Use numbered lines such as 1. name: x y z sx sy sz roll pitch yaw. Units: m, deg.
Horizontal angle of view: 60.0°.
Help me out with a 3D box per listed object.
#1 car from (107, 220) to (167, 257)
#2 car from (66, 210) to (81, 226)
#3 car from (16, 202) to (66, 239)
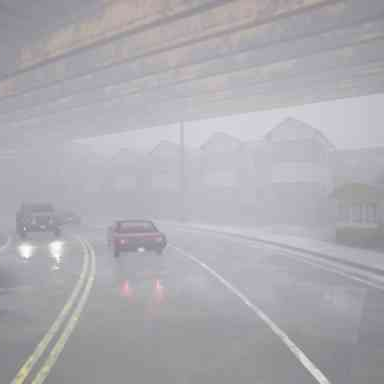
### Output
1. car: -2.498 1.799 13.916 1.895 1.301 4.718 0 -1 -18
2. car: -11.495 2.306 29.569 1.994 1.385 4.181 1 -2 -39
3. car: -9.681 1.672 20.847 2.150 2.045 5.566 1 -2 -31
